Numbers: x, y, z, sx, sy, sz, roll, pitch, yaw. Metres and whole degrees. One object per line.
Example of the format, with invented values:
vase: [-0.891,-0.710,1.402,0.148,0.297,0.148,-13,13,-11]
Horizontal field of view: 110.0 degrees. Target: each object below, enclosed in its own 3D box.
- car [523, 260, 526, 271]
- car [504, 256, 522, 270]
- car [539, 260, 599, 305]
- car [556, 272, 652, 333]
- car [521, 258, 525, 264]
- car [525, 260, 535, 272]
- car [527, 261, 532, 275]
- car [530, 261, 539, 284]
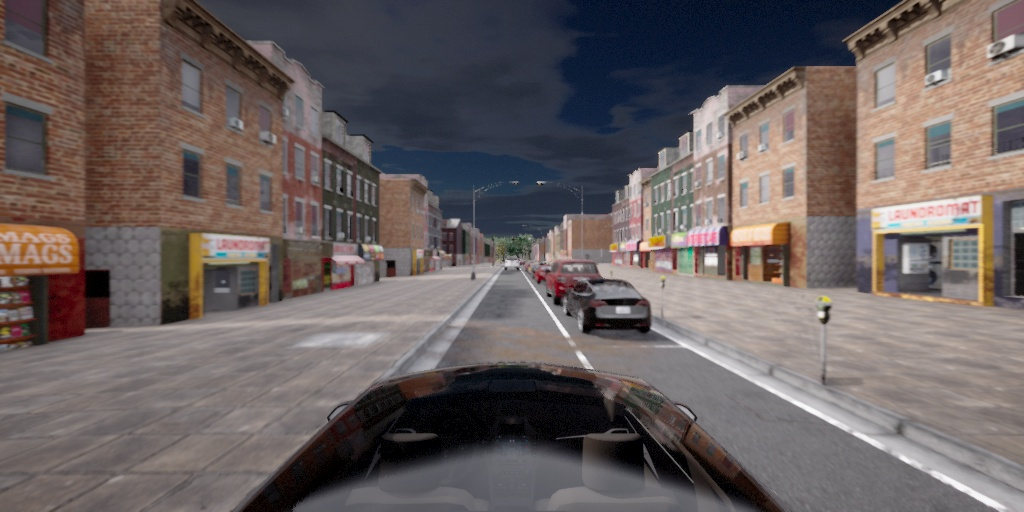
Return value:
car: [2.628,1.409,43.381,1.802,1.307,4.207,0,0,0]
car: [-0.012,1.086,53.571,2.150,2.045,5.566,0,0,0]
car: [2.634,1.075,16.047,2.192,1.841,5.009,0,0,0]
car: [2.636,1.320,10.581,1.948,1.339,4.313,0,0,0]
car: [2.626,1.286,48.847,1.967,1.591,4.097,0,0,0]
car: [2.629,1.335,38.084,1.751,1.417,4.829,0,0,0]
car: [2.630,1.360,32.447,1.948,1.339,4.313,0,0,0]
car: [2.632,1.325,26.981,1.888,1.381,4.507,0,0,0]
